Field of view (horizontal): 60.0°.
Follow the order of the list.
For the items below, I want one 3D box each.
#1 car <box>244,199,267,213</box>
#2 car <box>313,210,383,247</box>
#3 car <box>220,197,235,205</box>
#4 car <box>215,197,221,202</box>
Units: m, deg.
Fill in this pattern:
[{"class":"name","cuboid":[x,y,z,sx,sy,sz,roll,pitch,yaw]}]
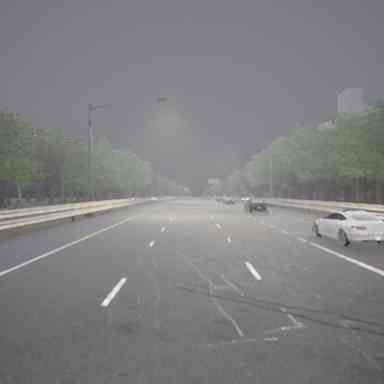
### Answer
[{"class":"car","cuboid":[7.026,1.512,37.014,1.882,1.535,5.008,0,0,0]},{"class":"car","cuboid":[7.063,1.537,14.986,1.812,1.442,4.674,0,0,-1]},{"class":"car","cuboid":[7.130,1.805,64.728,1.895,1.301,4.718,0,-1,0]},{"class":"car","cuboid":[7.297,2.040,89.689,1.812,1.442,4.674,0,-1,0]}]
